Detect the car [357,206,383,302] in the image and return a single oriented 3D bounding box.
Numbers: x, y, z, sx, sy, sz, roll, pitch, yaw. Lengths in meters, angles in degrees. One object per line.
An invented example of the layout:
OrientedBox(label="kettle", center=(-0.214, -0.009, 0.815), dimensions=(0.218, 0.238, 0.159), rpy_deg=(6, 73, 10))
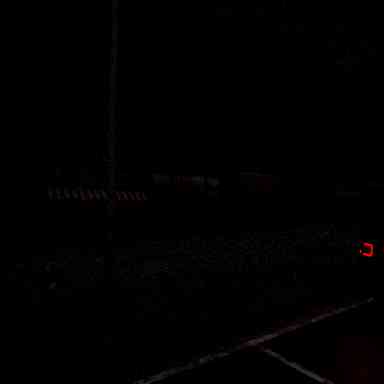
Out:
OrientedBox(label="car", center=(5.725, 1.227, 6.981), dimensions=(5.566, 2.045, 2.150), rpy_deg=(0, 0, -35))
